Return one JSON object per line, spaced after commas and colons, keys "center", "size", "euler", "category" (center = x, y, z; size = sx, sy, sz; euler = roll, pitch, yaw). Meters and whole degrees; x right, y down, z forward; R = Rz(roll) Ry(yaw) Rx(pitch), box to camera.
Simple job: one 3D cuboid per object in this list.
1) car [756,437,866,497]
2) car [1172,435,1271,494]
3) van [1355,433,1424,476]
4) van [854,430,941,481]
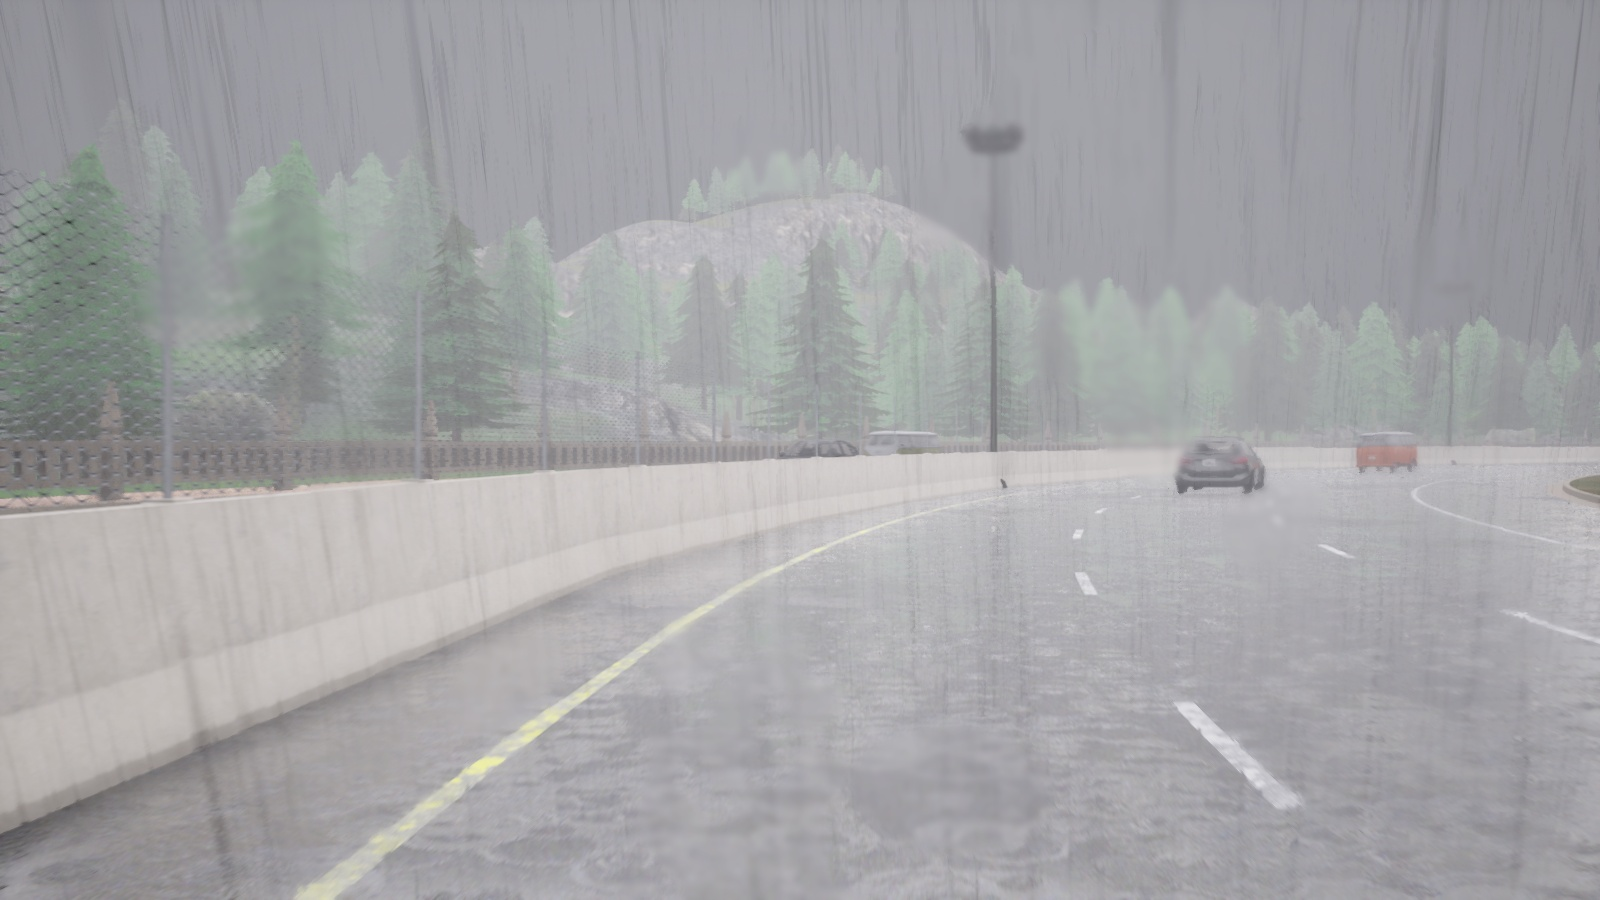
{"center": [0.380, 0.442, 35.955], "size": [1.851, 1.617, 3.988], "euler": [0, 0, 22], "category": "car"}
{"center": [12.951, 0.392, 38.389], "size": [2.242, 1.667, 4.611], "euler": [0, 0, 26], "category": "car"}
{"center": [28.564, 0.193, 60.804], "size": [1.775, 1.987, 4.442], "euler": [0, 0, 43], "category": "van"}
{"center": [4.022, 0.215, 51.220], "size": [1.775, 1.987, 4.442], "euler": [0, 0, 31], "category": "van"}
